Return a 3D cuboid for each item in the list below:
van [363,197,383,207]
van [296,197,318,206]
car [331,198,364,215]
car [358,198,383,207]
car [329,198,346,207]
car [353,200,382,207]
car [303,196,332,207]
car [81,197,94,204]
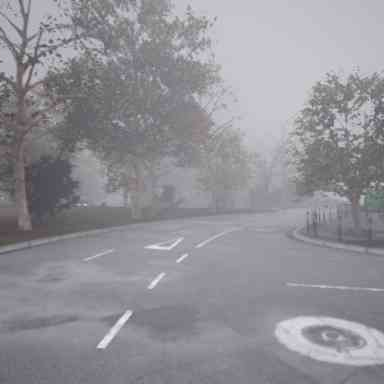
[{"bbox_3d":[36.605,2.047,66.117,4.442,1.987,1.878,0,-2,10],"label":"van"},{"bbox_3d":[25.846,2.158,74.643,4.442,1.987,1.878,0,-2,10],"label":"van"},{"bbox_3d":[17.522,1.699,36.066,4.902,1.511,2.128,1,0,-43],"label":"car"},{"bbox_3d":[37.196,2.238,69.093,4.553,1.767,2.185,0,-2,10],"label":"car"},{"bbox_3d":[29.789,2.103,68.144,2.097,1.767,4.553,0,-1,10],"label":"car"},{"bbox_3d":[37.895,2.460,71.928,5.366,1.575,1.946,0,-2,10],"label":"car"},{"bbox_3d":[22.998,1.679,58.259,5.566,2.045,2.435,0,-1,9],"label":"car"},{"bbox_3d":[-20.284,1.600,63.731,2.033,1.411,5.357,0,-1,0],"label":"car"}]
